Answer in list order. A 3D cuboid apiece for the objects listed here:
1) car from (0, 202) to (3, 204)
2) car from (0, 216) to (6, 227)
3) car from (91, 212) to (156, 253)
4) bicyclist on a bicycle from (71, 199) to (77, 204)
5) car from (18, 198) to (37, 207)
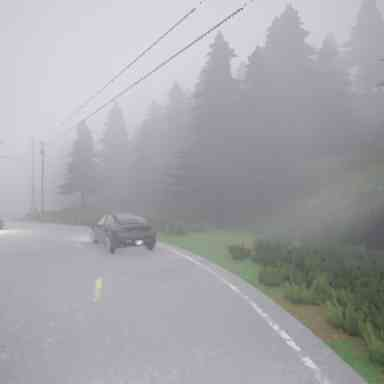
[{"bbox_3d":[-43.831,2.325,72.584,4.718,1.301,1.895,0,-1,21],"label":"car"},{"bbox_3d":[-14.209,1.797,21.952,4.181,1.385,1.994,0,-1,32],"label":"car"},{"bbox_3d":[-3.114,1.651,14.625,1.837,1.490,4.892,0,0,-28],"label":"car"},{"bbox_3d":[-16.539,1.815,46.140,1.656,1.620,0.582,-4,0,-13],"label":"bicyclist on a bicycle"},{"bbox_3d":[-31.608,1.867,63.862,4.553,1.767,2.097,-1,-1,44],"label":"car"}]
